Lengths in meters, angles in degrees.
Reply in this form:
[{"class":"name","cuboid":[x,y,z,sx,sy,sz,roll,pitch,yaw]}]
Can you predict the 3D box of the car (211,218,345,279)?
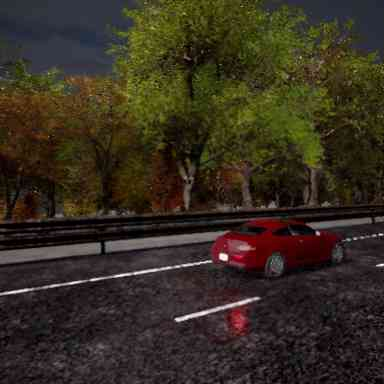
[{"class":"car","cuboid":[2.694,1.526,10.015,4.674,1.442,1.812,0,0,-36]}]
